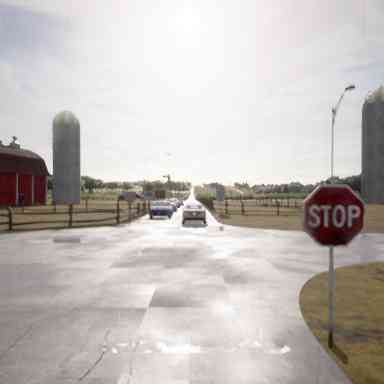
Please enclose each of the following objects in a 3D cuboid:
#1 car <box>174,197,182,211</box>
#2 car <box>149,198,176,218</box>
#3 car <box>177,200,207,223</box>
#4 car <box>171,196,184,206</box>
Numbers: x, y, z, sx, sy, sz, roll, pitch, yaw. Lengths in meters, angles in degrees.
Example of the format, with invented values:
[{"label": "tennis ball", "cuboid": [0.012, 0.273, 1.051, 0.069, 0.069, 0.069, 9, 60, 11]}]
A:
[{"label": "car", "cuboid": [-2.743, 1.617, 40.350, 2.128, 1.511, 4.902, 0, 0, 0]}, {"label": "car", "cuboid": [-2.773, 1.562, 30.859, 1.882, 1.535, 5.008, 0, 0, 0]}, {"label": "car", "cuboid": [0.169, 1.613, 25.955, 2.033, 1.411, 5.357, 0, 0, 0]}, {"label": "car", "cuboid": [-2.621, 1.649, 60.213, 2.097, 1.767, 4.553, 0, -1, 1]}]
